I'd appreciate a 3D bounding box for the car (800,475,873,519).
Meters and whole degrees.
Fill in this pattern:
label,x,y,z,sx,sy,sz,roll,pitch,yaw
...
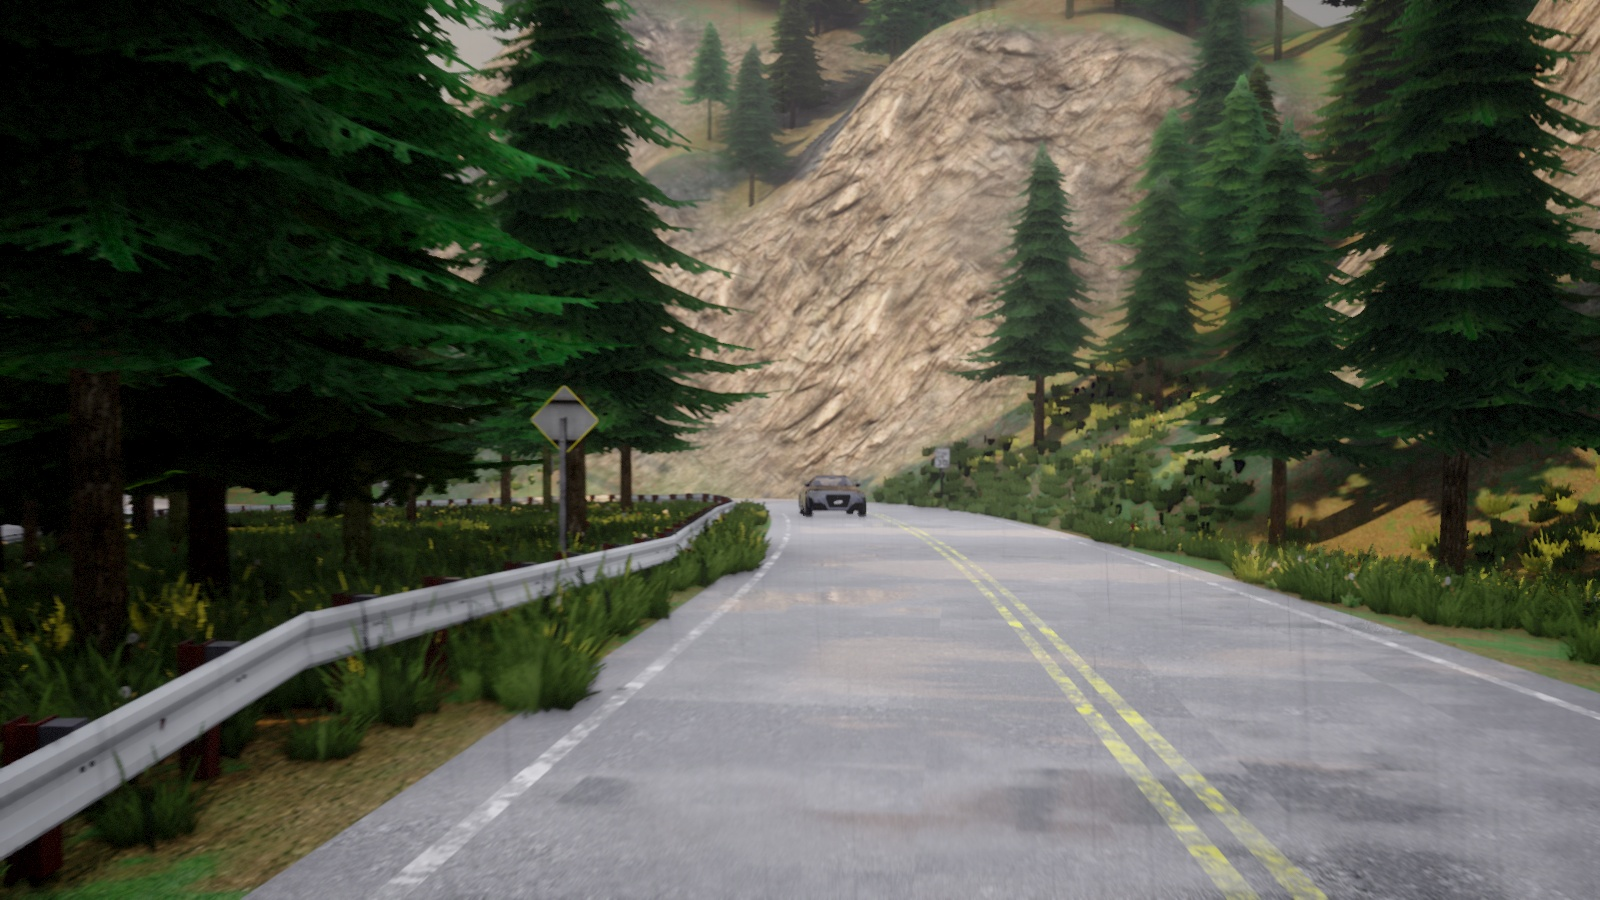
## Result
label,x,y,z,sx,sy,sz,roll,pitch,yaw
car,1.164,1.549,42.146,1.994,1.385,4.181,0,-1,-5
